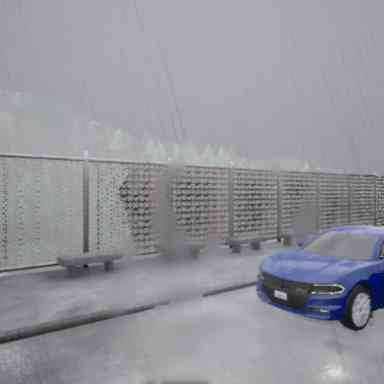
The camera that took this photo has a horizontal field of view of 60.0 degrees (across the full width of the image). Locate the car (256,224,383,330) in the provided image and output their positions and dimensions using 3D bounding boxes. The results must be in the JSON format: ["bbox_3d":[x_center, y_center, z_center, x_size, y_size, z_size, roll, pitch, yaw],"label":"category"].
[{"bbox_3d":[3.540,1.483,7.096,5.008,1.535,1.882,0,0,-35],"label":"car"}]
